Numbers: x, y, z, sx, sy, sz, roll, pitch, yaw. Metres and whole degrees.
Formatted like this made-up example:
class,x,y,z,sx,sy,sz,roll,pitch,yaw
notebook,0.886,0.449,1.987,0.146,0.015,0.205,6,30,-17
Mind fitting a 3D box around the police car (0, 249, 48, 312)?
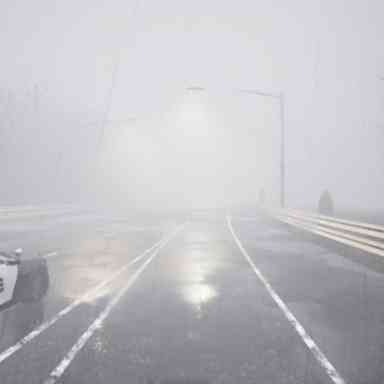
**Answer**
class,x,y,z,sx,sy,sz,roll,pitch,yaw
police car,-4.304,1.558,5.603,2.038,1.542,4.974,0,-1,5
